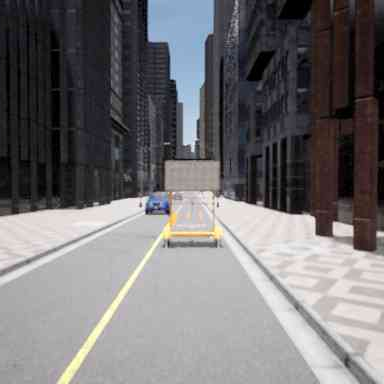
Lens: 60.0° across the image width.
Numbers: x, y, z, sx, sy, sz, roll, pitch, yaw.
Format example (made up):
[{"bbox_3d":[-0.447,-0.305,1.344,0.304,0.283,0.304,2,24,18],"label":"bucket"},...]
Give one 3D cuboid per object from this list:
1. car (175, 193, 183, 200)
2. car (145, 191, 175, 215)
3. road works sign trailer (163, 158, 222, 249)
[{"bbox_3d":[-3.035,1.043,72.712,2.128,1.511,4.902,0,0,0],"label":"car"},{"bbox_3d":[-3.112,1.034,31.577,2.150,2.045,5.566,0,0,0],"label":"car"},{"bbox_3d":[0.014,0.378,14.120,2.380,3.560,2.880,0,0,0],"label":"road works sign trailer"}]
